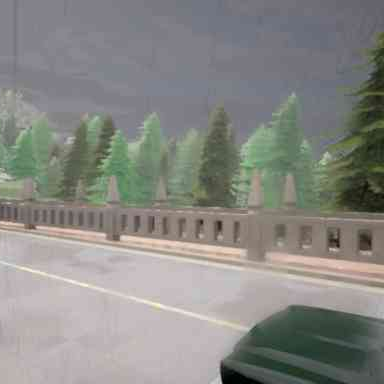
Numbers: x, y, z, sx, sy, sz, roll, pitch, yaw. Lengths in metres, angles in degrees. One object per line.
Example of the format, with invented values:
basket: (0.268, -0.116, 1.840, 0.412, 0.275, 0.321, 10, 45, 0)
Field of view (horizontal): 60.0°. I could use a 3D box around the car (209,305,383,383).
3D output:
car: (2.483, 1.608, 2.220, 4.718, 1.301, 1.895, 1, 0, 36)
